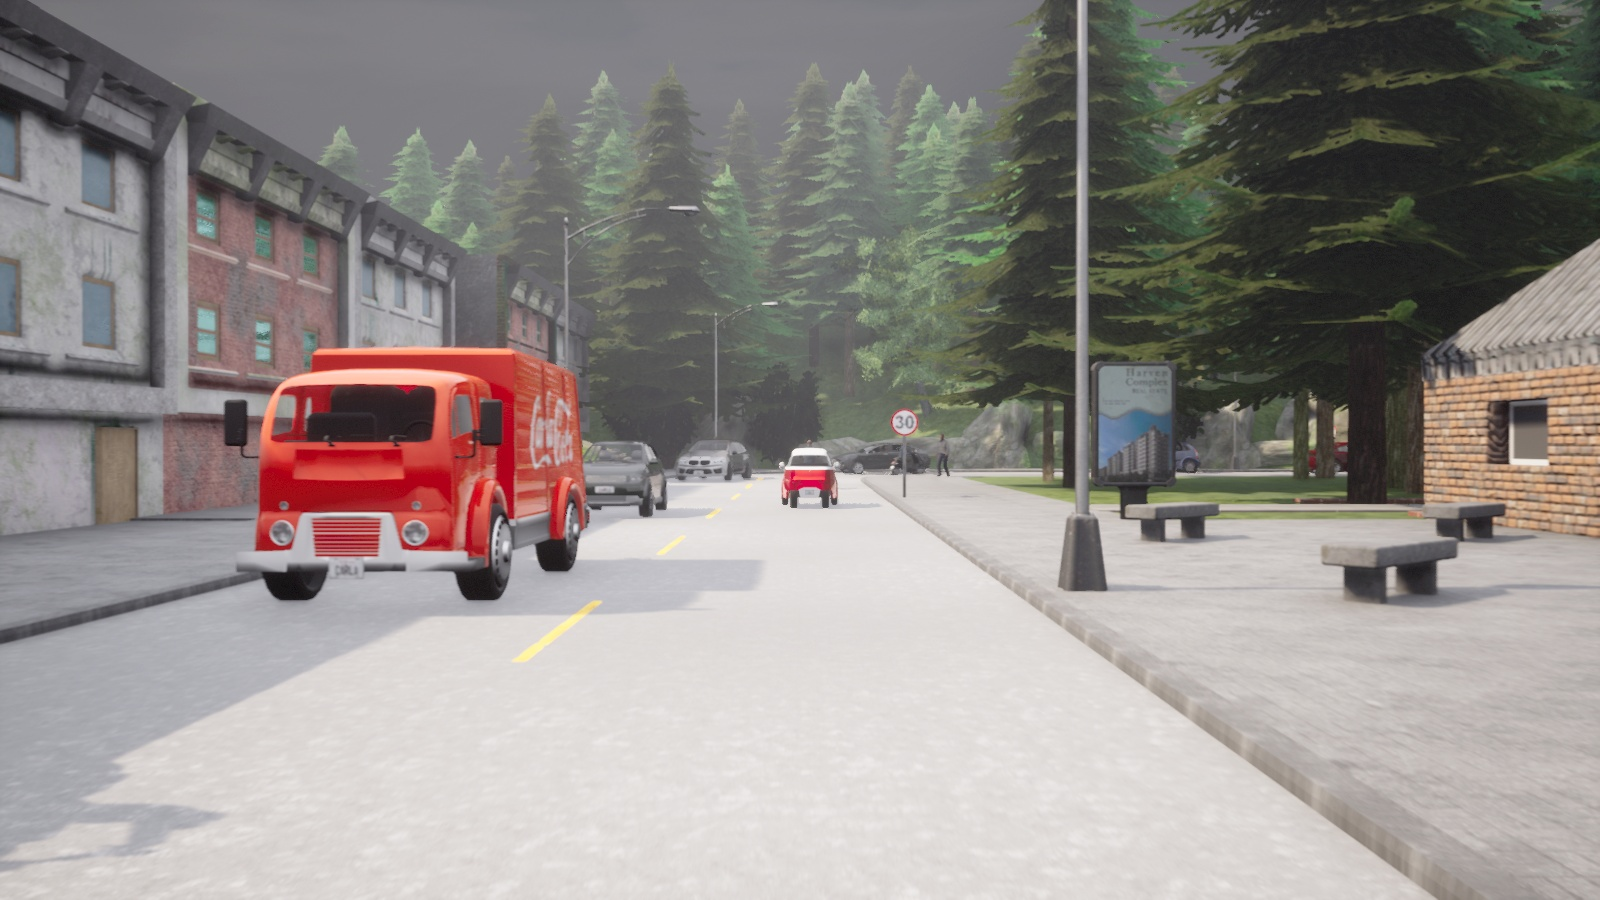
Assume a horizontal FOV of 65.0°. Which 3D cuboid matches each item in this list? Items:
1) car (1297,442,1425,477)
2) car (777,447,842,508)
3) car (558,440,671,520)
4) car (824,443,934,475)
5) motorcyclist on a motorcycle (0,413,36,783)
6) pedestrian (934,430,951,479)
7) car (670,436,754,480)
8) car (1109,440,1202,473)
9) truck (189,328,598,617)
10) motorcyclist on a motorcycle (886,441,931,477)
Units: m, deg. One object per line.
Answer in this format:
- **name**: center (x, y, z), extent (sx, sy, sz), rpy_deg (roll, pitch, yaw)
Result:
- **car**: center (25.539, 0.422, 57.311), extent (5.008, 1.535, 1.882), rpy_deg (0, 0, 0)
- **car**: center (0.231, 0.633, 29.920), extent (1.481, 1.376, 2.207), rpy_deg (0, 1, 0)
- **car**: center (-3.797, 0.574, 26.261), extent (1.789, 1.549, 3.705), rpy_deg (0, 0, 0)
- **car**: center (3.785, 0.417, 60.219), extent (4.892, 1.490, 1.837), rpy_deg (0, 0, -17)
- **motorcyclist on a motorcycle**: center (-3.958, 0.667, 4.681), extent (0.766, 1.649, 2.350), rpy_deg (0, 0, 0)
- **pedestrian**: center (5.706, 0.177, 50.392), extent (0.423, 1.949, 0.788), rpy_deg (0, 0, 28)
- **car**: center (-3.484, 0.302, 50.867), extent (2.242, 1.667, 4.611), rpy_deg (0, 0, 12)
- **car**: center (17.334, 0.313, 61.324), extent (3.988, 1.617, 1.851), rpy_deg (0, 0, 0)
- **truck**: center (-3.894, 0.183, 13.340), extent (2.627, 2.467, 5.204), rpy_deg (0, 0, 0)
- **motorcyclist on a motorcycle**: center (4.853, 0.389, 56.099), extent (1.817, 1.590, 0.866), rpy_deg (0, 2, -30)
